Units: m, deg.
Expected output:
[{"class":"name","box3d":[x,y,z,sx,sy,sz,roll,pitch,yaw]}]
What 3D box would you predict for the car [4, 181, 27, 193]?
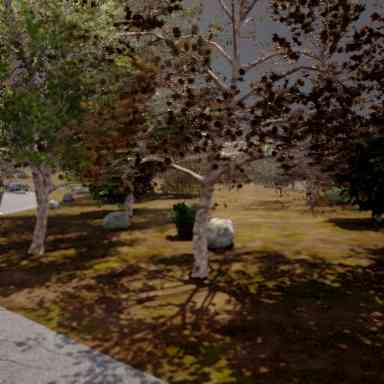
[{"class":"car","box3d":[-22.361,-0.723,41.447,5.357,1.411,2.033,6,3,41]}]
